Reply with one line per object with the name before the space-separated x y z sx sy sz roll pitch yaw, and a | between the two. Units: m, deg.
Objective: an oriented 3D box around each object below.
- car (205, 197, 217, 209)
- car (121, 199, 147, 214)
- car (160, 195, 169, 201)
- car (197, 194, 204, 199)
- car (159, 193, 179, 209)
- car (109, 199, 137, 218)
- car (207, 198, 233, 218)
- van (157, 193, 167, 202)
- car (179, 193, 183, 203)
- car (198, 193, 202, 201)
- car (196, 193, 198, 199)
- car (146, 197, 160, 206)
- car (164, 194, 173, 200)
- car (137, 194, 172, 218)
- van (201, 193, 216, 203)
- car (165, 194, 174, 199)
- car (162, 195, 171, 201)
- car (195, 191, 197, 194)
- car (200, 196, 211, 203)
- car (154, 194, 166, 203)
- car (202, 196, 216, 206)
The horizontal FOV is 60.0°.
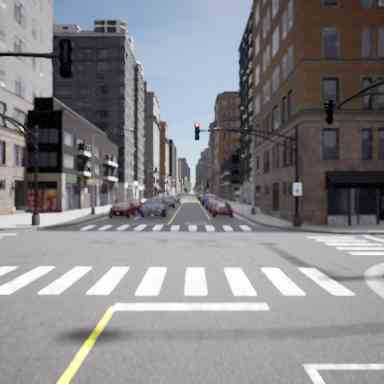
car | 2.571 1.478 34.515 1.802 1.307 4.206 1 0 0
car | -5.955 1.440 34.497 1.887 1.381 4.507 1 0 0
car | -6.078 1.368 74.207 1.802 1.307 4.206 1 0 0
car | 2.394 1.324 91.248 1.802 1.307 4.206 1 0 0
car | -3.219 1.224 42.904 2.097 1.767 4.553 0 0 0
car | -5.937 1.457 28.824 1.887 1.381 4.507 1 0 0
car | 2.588 1.494 28.842 1.802 1.307 4.206 1 0 0
van | -6.058 1.143 68.534 1.690 1.788 3.998 1 0 0
car | -3.192 1.397 62.768 1.994 1.385 4.181 0 0 0
car | 2.521 1.162 51.534 2.192 1.841 5.009 1 0 0
car | 2.447 1.353 74.228 1.947 1.339 4.313 1 0 0
car | -6.008 1.429 51.516 1.802 1.307 4.206 1 0 0
car | -6.113 1.322 85.553 1.947 1.339 4.313 1 0 0
car | -3.184 1.264 28.822 2.097 1.767 4.553 0 0 0
van | 2.538 1.204 45.861 1.690 1.788 3.998 1 0 0
car | -6.131 1.307 91.226 1.947 1.339 4.313 1 0 0
car | -6.095 1.322 79.880 2.008 1.369 4.403 1 0 0
car | 2.414 1.072 85.575 2.192 1.841 5.009 1 0 0
car | 2.483 1.399 62.881 1.802 1.307 4.206 1 0 0
car | -6.042 1.256 62.861 1.967 1.590 4.097 1 0 0
car | 2.553 1.461 40.189 1.802 1.307 4.206 1 0 0
